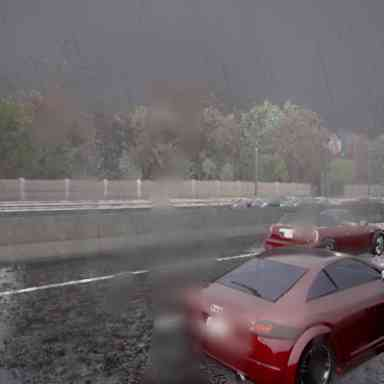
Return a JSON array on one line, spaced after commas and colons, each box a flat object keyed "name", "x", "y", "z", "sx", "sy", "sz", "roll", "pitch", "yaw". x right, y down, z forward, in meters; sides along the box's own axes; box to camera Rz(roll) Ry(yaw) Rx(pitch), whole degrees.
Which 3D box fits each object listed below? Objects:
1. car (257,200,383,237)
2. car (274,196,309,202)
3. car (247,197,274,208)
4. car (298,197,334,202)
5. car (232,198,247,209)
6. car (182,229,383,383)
[{"name": "car", "x": 4.681, "y": 1.326, "z": 11.391, "sx": 4.553, "sy": 1.767, "sz": 2.097, "roll": 0, "pitch": 0, "yaw": -35}, {"name": "car", "x": 10.751, "y": 1.284, "z": 33.154, "sx": 4.553, "sy": 1.767, "sz": 2.097, "roll": 0, "pitch": 0, "yaw": -35}, {"name": "car", "x": 8.566, "y": 1.285, "z": 35.893, "sx": 4.553, "sy": 1.767, "sz": 2.097, "roll": 0, "pitch": 0, "yaw": -35}, {"name": "car", "x": 12.207, "y": 1.425, "z": 29.897, "sx": 4.902, "sy": 1.511, "sz": 2.128, "roll": 0, "pitch": 0, "yaw": -35}, {"name": "car", "x": 6.828, "y": 1.424, "z": 38.953, "sx": 4.902, "sy": 1.511, "sz": 2.128, "roll": 0, "pitch": 0, "yaw": -35}, {"name": "car", "x": 1.929, "y": 1.553, "z": 5.121, "sx": 4.181, "sy": 1.385, "sz": 1.994, "roll": 0, "pitch": 0, "yaw": -36}]
